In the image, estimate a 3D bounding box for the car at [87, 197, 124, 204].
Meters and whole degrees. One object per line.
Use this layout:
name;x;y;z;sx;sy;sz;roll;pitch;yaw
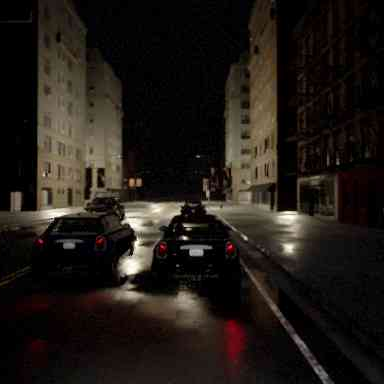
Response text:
car;-6.602;1.374;25.551;2.150;2.045;5.566;0;0;0

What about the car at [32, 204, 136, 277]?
car;-3.149;1.414;10.648;2.097;1.767;4.553;0;0;0

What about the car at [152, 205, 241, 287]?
car;0.102;1.408;9.657;2.097;1.767;4.553;0;0;0

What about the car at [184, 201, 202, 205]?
car;0.097;1.517;27.596;2.097;1.767;4.553;0;0;0
